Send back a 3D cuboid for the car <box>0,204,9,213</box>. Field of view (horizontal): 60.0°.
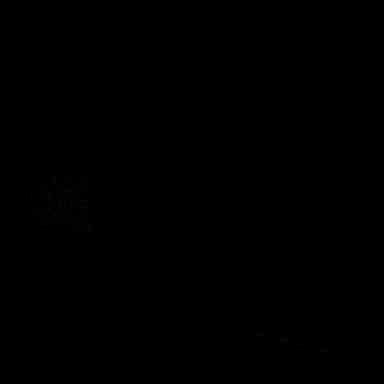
[{"bbox_3d":[-20.941,1.596,34.293,1.895,1.301,4.718,0,0,-1],"label":"car"}]
